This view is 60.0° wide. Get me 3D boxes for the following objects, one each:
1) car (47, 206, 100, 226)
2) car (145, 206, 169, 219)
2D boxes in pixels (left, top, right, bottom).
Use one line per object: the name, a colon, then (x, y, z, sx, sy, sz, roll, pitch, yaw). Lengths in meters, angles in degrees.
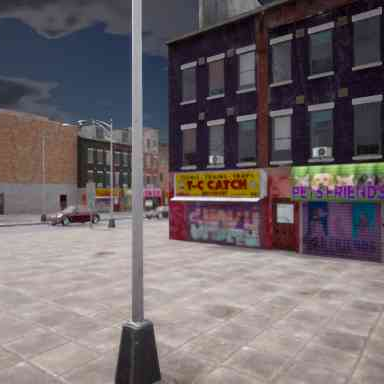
car: (-9.514, 1.825, 26.737, 1.967, 1.590, 4.097, -2, -2, 36)
car: (-3.088, 2.171, 35.529, 2.008, 1.369, 4.403, -2, -2, 36)
